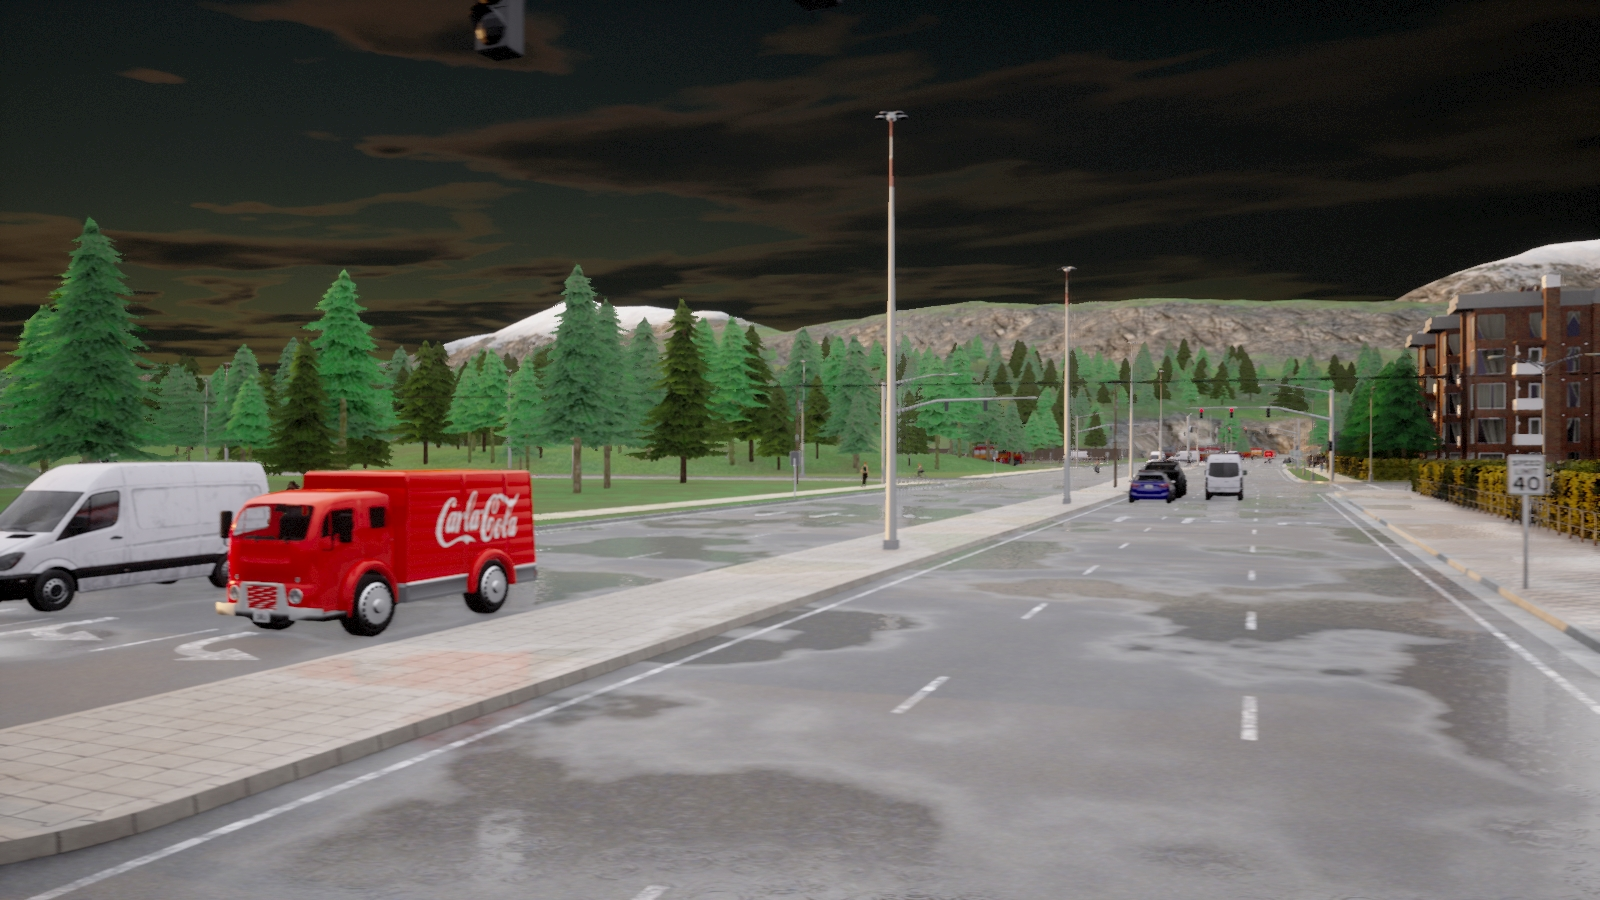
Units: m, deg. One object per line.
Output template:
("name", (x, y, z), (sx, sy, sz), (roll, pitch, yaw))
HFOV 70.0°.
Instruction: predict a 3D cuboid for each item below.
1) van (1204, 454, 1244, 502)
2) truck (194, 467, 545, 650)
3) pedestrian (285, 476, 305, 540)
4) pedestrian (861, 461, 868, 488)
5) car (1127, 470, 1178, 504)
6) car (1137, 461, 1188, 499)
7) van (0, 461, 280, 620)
("van", (24.294, 1.533, 65.291), (1.988, 2.561, 5.915), (0, 0, 22))
("truck", (-6.809, 1.565, 18.873), (2.627, 2.467, 5.204), (0, 0, 21))
("pedestrian", (-14.831, 1.691, 33.574), (0.375, 1.860, 0.375), (0, 0, 22))
("pedestrian", (4.442, 1.690, 78.962), (0.375, 1.860, 0.375), (0, 0, 22))
("car", (19.015, 1.965, 61.560), (2.242, 1.667, 4.611), (0, 0, 22))
("car", (21.664, 1.751, 68.099), (2.390, 2.098, 6.274), (0, 0, 22))
("van", (-13.109, 1.530, 21.980), (1.988, 2.561, 5.915), (0, 0, 22))
